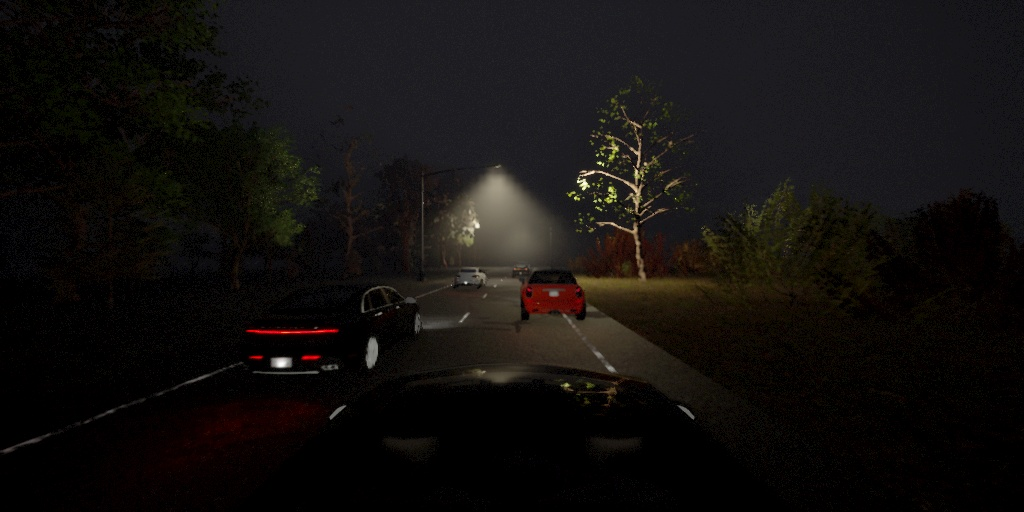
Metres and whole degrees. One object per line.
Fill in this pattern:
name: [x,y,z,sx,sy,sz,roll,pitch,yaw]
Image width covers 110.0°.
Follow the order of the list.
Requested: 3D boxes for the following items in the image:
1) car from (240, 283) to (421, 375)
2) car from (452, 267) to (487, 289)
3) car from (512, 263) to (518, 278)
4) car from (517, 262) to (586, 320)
car: [-3.332,1.320,7.644,1.837,1.490,4.892,0,0,1]
car: [-2.949,1.529,25.795,1.812,1.442,4.674,0,-1,2]
car: [1.038,1.635,39.693,2.128,1.511,4.902,0,-1,3]
car: [1.356,1.221,13.347,2.097,1.767,4.553,0,-1,1]
